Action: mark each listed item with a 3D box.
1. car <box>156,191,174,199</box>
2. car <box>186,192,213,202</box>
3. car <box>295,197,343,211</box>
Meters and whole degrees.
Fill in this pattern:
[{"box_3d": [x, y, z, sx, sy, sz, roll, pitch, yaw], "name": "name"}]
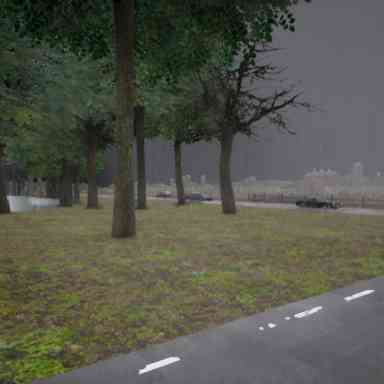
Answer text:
[{"box_3d": [-5.440, 0.595, 66.537, 1.812, 1.442, 4.674, -1, 1, -36], "name": "car"}, {"box_3d": [1.445, 0.880, 52.150, 1.994, 1.385, 4.181, -1, 1, -35], "name": "car"}, {"box_3d": [13.488, 1.220, 35.404, 1.895, 1.301, 4.718, -1, 2, -36], "name": "car"}]
